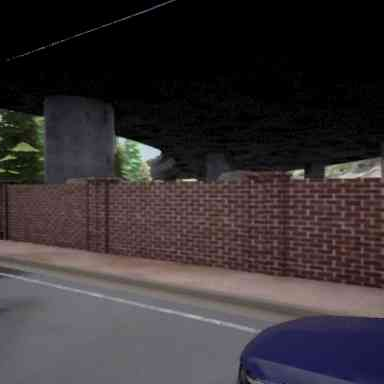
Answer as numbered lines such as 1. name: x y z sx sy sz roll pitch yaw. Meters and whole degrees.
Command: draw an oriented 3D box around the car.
1. car: 2.500 1.499 2.012 4.674 1.442 1.812 0 0 36
